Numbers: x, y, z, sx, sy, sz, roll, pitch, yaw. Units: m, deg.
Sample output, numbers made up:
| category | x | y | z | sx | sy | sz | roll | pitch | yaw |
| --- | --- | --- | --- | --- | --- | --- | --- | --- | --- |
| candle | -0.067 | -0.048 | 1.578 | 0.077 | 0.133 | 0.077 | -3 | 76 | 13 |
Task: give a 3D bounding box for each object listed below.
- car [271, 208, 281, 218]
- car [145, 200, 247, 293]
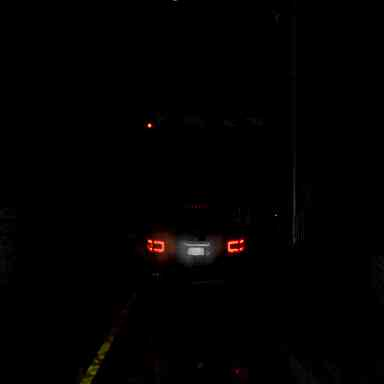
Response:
| category | x | y | z | sx | sy | sz | roll | pitch | yaw |
| --- | --- | --- | --- | --- | --- | --- | --- | --- | --- |
| car | 9.047 | 1.588 | 27.633 | 4.718 | 1.301 | 1.895 | 0 | 0 | -10 |
| car | 0.079 | 1.222 | 9.010 | 2.150 | 2.045 | 5.566 | 0 | 0 | 0 |
